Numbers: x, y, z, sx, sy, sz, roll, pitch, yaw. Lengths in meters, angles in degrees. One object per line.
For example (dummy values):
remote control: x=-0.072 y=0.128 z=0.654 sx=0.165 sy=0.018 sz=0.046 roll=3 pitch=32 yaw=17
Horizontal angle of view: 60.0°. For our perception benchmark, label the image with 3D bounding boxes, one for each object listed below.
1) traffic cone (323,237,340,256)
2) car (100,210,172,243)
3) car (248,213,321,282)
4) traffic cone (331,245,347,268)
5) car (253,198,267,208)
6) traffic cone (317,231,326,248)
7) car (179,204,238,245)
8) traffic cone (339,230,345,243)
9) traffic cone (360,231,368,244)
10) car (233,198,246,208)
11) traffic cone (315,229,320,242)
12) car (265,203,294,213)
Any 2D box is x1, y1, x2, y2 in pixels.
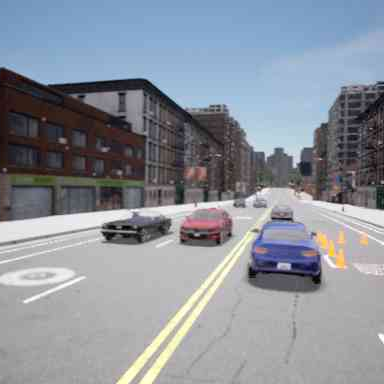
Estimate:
traffic cone: x=5.237 y=2.100 z=12.496 sx=0.340 sy=0.580 sz=0.340 roll=1 pitch=0 yaw=15
car: x=-2.531 y=1.573 z=16.188 sx=1.895 sy=1.301 sz=4.718 roll=1 pitch=0 yaw=15
car: x=2.773 y=1.609 z=10.090 sx=1.812 sy=1.442 sz=4.674 roll=1 pitch=0 yaw=15
traffic cone: x=4.721 y=2.084 z=10.564 sx=0.340 sy=0.580 sz=0.340 roll=1 pitch=0 yaw=15
car: x=11.349 y=1.782 z=55.440 sx=2.097 sy=1.767 sz=4.553 roll=1 pitch=0 yaw=15
traffic cone: x=5.752 y=2.116 z=14.428 sx=0.340 sy=0.580 sz=0.340 roll=1 pitch=0 yaw=15
car: x=0.840 y=1.528 z=16.211 sx=1.882 sy=1.535 sz=5.008 roll=1 pitch=0 yaw=15
traffic cone: x=7.233 y=2.154 z=16.103 sx=0.340 sy=0.580 sz=0.340 roll=1 pitch=0 yaw=15
traffic cone: x=8.199 y=2.176 z=15.845 sx=0.340 sy=0.580 sz=0.340 roll=1 pitch=0 yaw=15
car: x=7.962 y=1.854 z=55.383 sx=1.837 sy=1.490 sz=4.892 roll=1 pitch=0 yaw=15
traffic cone: x=6.268 y=2.132 z=16.361 sx=0.340 sy=0.580 sz=0.340 roll=1 pitch=0 yaw=15
car: x=7.489 y=1.783 z=27.772 sx=2.033 sy=1.411 sz=5.357 roll=1 pitch=0 yaw=15
